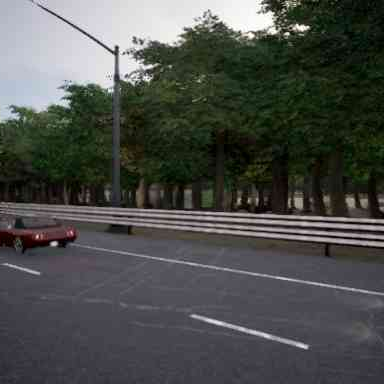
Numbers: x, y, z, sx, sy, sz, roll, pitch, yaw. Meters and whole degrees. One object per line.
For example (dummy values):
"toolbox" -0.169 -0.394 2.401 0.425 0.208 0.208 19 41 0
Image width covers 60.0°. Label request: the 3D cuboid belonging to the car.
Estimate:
"car" -6.799 1.598 13.496 4.718 1.301 1.895 0 0 37
